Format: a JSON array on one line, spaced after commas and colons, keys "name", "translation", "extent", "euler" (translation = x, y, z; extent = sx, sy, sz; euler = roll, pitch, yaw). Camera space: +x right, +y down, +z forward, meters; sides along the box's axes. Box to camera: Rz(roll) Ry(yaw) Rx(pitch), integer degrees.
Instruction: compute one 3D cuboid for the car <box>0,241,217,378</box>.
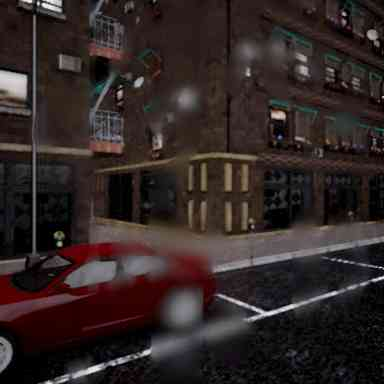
[{"name": "car", "translation": [-1.661, 1.542, 5.373], "extent": [4.507, 1.381, 1.887], "euler": [0, 0, -36]}]
